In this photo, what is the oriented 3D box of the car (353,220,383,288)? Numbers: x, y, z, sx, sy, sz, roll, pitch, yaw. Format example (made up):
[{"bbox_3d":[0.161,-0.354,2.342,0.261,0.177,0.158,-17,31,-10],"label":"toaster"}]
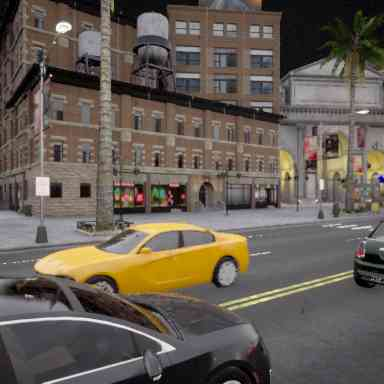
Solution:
[{"bbox_3d":[5.945,1.352,8.020,4.553,1.767,2.097,0,0,-35],"label":"car"}]

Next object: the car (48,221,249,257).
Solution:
[{"bbox_3d":[-0.890,1.477,7.654,5.008,1.535,1.882,0,0,-35],"label":"car"}]

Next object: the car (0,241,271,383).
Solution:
[{"bbox_3d":[-1.428,1.505,2.720,4.892,1.490,1.837,0,0,-36],"label":"car"}]
